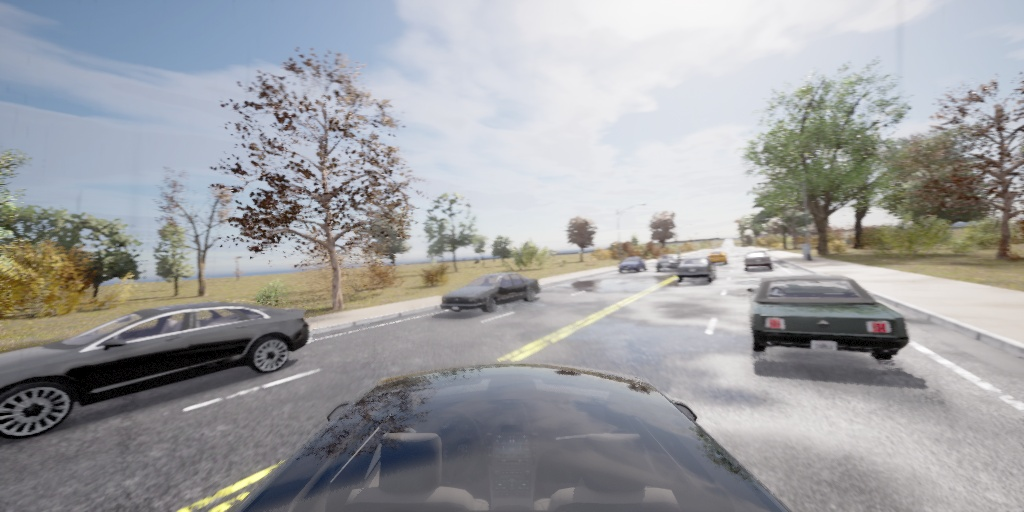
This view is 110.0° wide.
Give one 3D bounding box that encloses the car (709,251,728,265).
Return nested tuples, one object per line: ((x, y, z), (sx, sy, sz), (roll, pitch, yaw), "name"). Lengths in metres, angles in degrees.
((22.448, 0.141, 39.236), (1.882, 1.535, 5.008), (-4, -1, 33), "car")

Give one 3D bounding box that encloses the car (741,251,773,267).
((19.373, 0.317, 28.369), (2.033, 1.411, 5.357), (-4, -1, 33), "car")

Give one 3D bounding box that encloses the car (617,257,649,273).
((11.707, 0.824, 34.684), (1.812, 1.442, 4.674), (-4, -1, 33), "car")

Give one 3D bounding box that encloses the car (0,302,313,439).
((-6.349, 1.674, 6.512), (2.128, 1.511, 4.902), (-4, -1, 33), "car")

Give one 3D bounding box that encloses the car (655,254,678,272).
((14.628, 0.597, 33.225), (2.128, 1.511, 4.902), (-4, -1, 33), "car")

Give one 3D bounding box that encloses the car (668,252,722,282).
((11.327, 0.767, 21.929), (2.033, 1.411, 5.357), (-4, -1, 33), "car")

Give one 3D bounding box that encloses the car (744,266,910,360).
((5.960, 1.030, 7.370), (1.895, 1.301, 4.718), (-4, -1, 33), "car")

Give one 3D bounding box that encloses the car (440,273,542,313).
((-0.651, 1.455, 15.399), (2.033, 1.411, 5.357), (-4, -1, 33), "car")
